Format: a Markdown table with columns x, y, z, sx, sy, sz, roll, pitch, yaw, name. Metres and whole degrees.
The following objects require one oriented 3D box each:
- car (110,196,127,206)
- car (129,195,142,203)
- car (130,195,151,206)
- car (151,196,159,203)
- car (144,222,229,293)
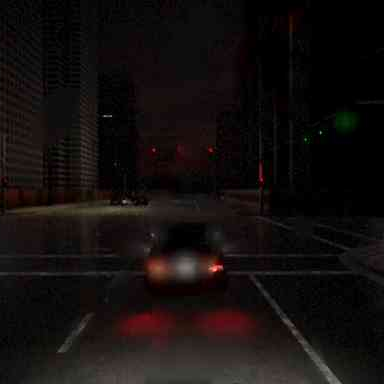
| x | y | z | sx | sy | sz | roll | pitch | yaw | name |
| --- | --- | --- | --- | --- | --- | --- | --- | --- | --- |
| -11.546 | 1.426 | 52.629 | 2.128 | 1.511 | 4.902 | 0 | 0 | 0 | car |
| -11.503 | 1.415 | 68.293 | 1.837 | 1.490 | 4.892 | 0 | 0 | 0 | car |
| -8.047 | 1.440 | 52.646 | 1.837 | 1.490 | 4.892 | 0 | 0 | 0 | car |
| -8.003 | 1.513 | 68.367 | 1.895 | 1.301 | 4.718 | 0 | 0 | 0 | car |
| -0.171 | 1.536 | 8.996 | 2.033 | 1.411 | 5.357 | 0 | 0 | -1 | car |
